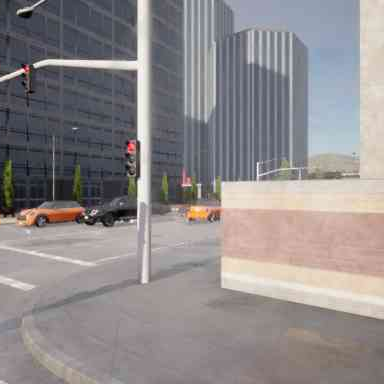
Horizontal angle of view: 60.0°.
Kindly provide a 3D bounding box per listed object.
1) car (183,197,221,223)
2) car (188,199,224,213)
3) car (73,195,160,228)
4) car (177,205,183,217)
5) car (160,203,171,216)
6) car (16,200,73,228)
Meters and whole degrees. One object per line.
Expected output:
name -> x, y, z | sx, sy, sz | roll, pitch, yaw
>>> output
car -> 1.682, 1.407, 26.649 | 2.097, 1.767, 4.553 | 0, 0, 36
car -> 1.760, 1.560, 39.082 | 1.837, 1.490, 4.892 | 0, 0, 36
car -> -5.132, 1.277, 23.502 | 2.150, 2.045, 5.566 | 0, 0, 36
car -> 0.595, 1.407, 31.473 | 2.097, 1.767, 4.553 | 0, 0, 36
car -> -4.164, 1.603, 30.851 | 2.033, 1.411, 5.357 | 0, 0, 36
car -> -9.688, 1.407, 23.155 | 2.097, 1.767, 4.553 | 0, 0, 36
